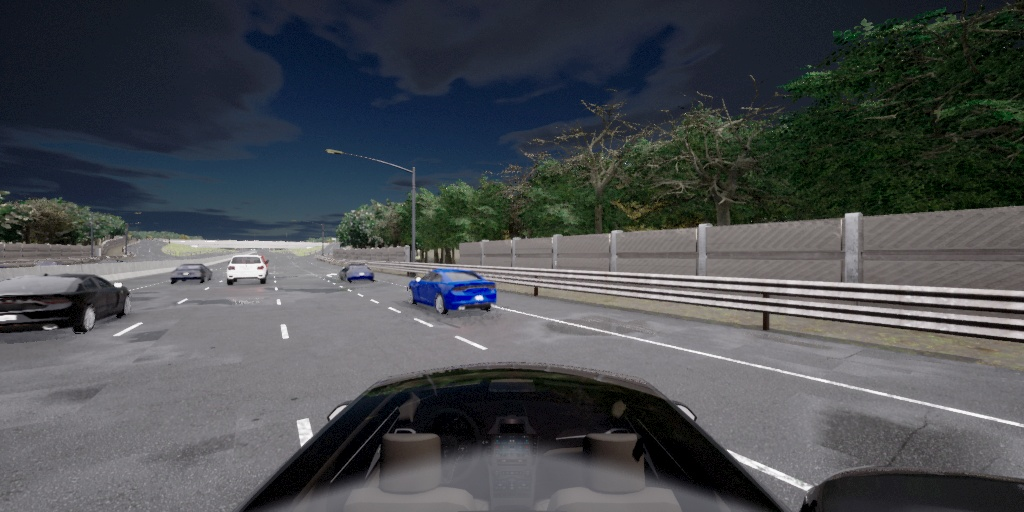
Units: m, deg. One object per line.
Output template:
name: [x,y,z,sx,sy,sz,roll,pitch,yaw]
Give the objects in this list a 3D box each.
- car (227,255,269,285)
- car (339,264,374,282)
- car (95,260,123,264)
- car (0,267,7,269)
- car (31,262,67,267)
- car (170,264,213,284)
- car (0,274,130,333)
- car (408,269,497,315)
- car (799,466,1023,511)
car: [-19.274,0.957,26.201,2.150,2.045,5.566,0,0,-34]
car: [-12.335,1.302,28.421,1.994,1.385,4.181,0,0,-34]
car: [-46.455,1.209,41.411,1.837,1.490,4.892,0,0,-33]
car: [-49.215,1.310,32.884,1.895,1.301,4.718,0,0,-33]
car: [-47.713,1.272,36.963,1.994,1.385,4.181,0,0,-33]
car: [-24.069,1.279,27.049,2.033,1.411,5.357,0,0,-33]
car: [-12.594,1.224,10.013,1.882,1.535,5.008,0,0,-34]
car: [-2.454,1.226,13.764,1.882,1.535,5.008,0,0,-34]
car: [2.985,1.315,0.453,4.181,1.385,1.994,0,0,34]
